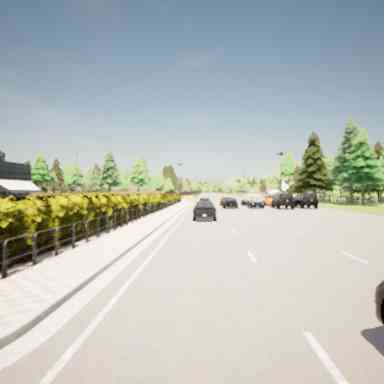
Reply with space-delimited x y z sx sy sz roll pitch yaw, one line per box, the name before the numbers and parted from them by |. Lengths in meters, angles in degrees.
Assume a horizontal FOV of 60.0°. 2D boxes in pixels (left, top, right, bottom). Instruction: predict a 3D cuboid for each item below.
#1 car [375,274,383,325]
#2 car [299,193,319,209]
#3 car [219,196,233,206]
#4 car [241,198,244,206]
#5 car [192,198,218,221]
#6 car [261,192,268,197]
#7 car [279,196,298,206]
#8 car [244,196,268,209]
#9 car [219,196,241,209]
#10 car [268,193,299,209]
car | 3.663 1.225 2.369 2.150 2.045 5.566 0 0 1
car | 15.678 1.213 45.930 2.150 2.045 5.566 0 0 2
car | 5.499 1.450 54.358 1.882 1.535 5.008 0 0 2
car | 8.997 1.578 54.251 1.895 1.301 4.718 0 0 2
car | 1.038 1.489 27.319 1.837 1.490 4.892 0 0 2
car | 12.493 1.334 54.054 2.097 1.767 4.553 0 0 2
car | 16.047 1.491 55.386 1.837 1.490 4.892 0 0 2
car | 8.655 1.583 45.505 1.895 1.301 4.718 0 0 2
car | 5.141 1.455 45.195 1.882 1.535 5.008 0 0 2
car | 12.121 1.209 44.535 2.150 2.045 5.566 0 0 2
